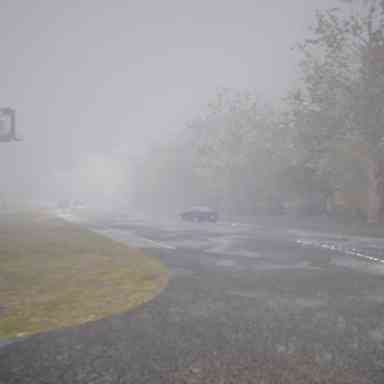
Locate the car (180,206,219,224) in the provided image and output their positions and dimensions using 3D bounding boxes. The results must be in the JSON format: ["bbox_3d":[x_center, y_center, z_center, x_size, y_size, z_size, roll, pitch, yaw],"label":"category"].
[{"bbox_3d":[0.551,2.060,30.825,1.882,1.535,5.008,1,-1,-28],"label":"car"}]

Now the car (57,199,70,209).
[{"bbox_3d":[-25.748,2.370,66.584,2.150,2.045,5.566,1,-1,-23],"label":"car"}]

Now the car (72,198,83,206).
[{"bbox_3d":[-30.454,2.741,88.404,2.150,2.045,5.566,1,-1,-28],"label":"car"}]
